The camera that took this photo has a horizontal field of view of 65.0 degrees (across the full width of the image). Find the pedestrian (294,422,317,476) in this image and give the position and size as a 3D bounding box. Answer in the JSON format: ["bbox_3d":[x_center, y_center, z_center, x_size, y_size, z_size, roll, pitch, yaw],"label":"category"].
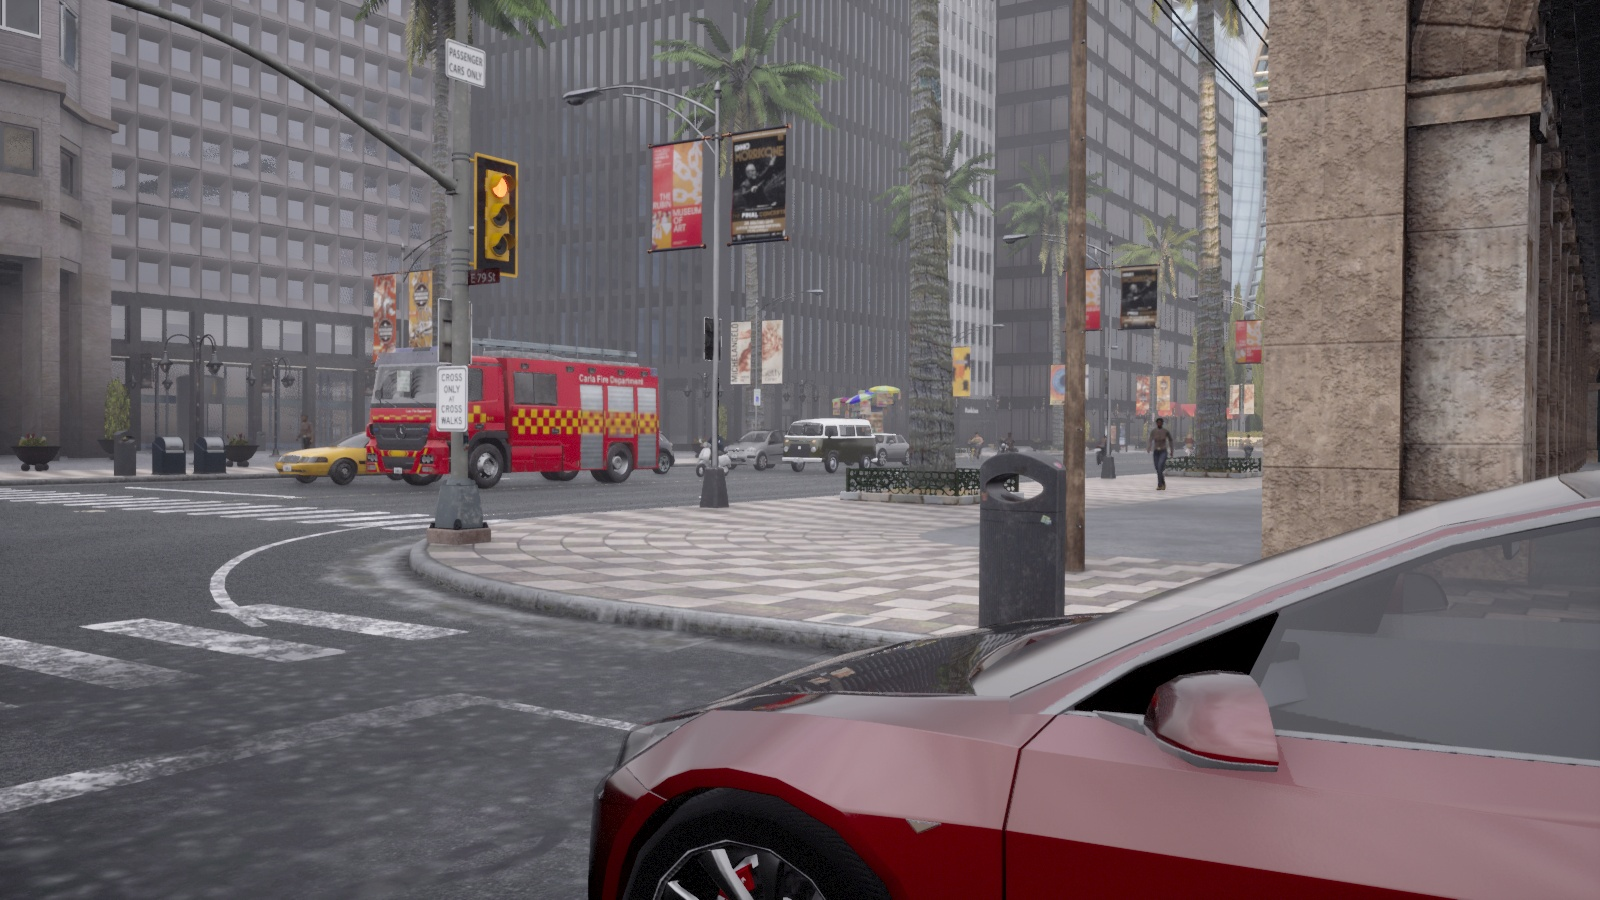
[{"bbox_3d":[-16.824,-0.043,42.759,0.331,1.846,0.634,0,1,31],"label":"pedestrian"}]

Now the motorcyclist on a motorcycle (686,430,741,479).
[{"bbox_3d":[-2.858,0.142,41.631,0.866,1.590,1.817,0,1,33],"label":"motorcyclist on a motorcycle"}]

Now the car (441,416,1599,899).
[{"bbox_3d":[1.787,0.681,2.457,4.792,1.488,2.163,0,1,33],"label":"car"}]

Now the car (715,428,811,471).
[{"bbox_3d":[-1.431,-0.042,50.141,1.851,1.617,3.988,0,1,33],"label":"car"}]

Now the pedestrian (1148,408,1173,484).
[{"bbox_3d":[8.694,-0.104,30.295,0.328,1.805,0.869,0,1,33],"label":"pedestrian"}]

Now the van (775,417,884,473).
[{"bbox_3d":[1.180,-0.208,47.746,2.069,2.038,4.480,0,1,33],"label":"van"}]

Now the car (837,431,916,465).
[{"bbox_3d":[3.556,-0.123,57.677,1.970,1.475,3.806,0,1,33],"label":"car"}]

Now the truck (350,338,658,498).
[{"bbox_3d":[-7.730,-0.831,34.274,2.891,3.827,8.468,0,1,33],"label":"truck"}]

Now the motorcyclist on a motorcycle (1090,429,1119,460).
[{"bbox_3d":[15.273,-0.283,62.898,0.797,1.523,2.044,0,1,33],"label":"motorcyclist on a motorcycle"}]

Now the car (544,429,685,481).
[{"bbox_3d":[-6.252,0.133,42.845,2.033,1.649,4.856,0,1,34],"label":"car"}]

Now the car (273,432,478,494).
[{"bbox_3d":[-11.593,0.301,34.719,1.801,1.575,5.366,0,1,34],"label":"car"}]
